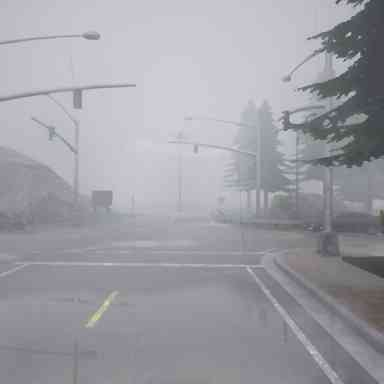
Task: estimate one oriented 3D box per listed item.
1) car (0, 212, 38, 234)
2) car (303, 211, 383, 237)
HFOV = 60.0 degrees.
[{"bbox_3d":[-12.658,1.932,21.357,4.718,1.301,1.895,0,-1,0],"label":"car"},{"bbox_3d":[9.594,1.983,21.226,4.892,1.490,1.837,0,-1,0],"label":"car"}]
